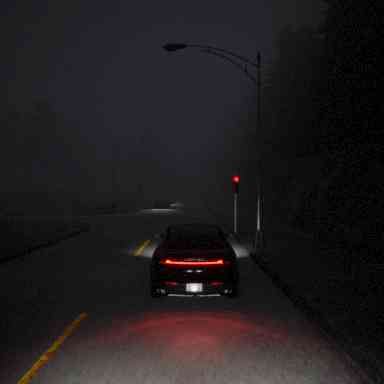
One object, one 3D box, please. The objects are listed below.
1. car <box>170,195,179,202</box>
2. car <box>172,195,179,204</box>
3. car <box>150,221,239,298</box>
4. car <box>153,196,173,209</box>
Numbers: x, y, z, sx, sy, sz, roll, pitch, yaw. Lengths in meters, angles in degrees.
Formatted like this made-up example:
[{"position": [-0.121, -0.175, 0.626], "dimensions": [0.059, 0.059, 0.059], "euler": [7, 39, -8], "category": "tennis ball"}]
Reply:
[{"position": [-3.980, 1.447, 77.028], "dimensions": [1.882, 1.535, 5.008], "euler": [0, 0, 0], "category": "car"}, {"position": [-4.048, 1.561, 61.497], "dimensions": [1.994, 1.385, 4.181], "euler": [0, 0, 0], "category": "car"}, {"position": [0.061, 1.504, 8.523], "dimensions": [1.837, 1.490, 4.892], "euler": [0, 0, 0], "category": "car"}, {"position": [-4.082, 1.561, 45.003], "dimensions": [1.994, 1.385, 4.181], "euler": [0, 0, 0], "category": "car"}]
